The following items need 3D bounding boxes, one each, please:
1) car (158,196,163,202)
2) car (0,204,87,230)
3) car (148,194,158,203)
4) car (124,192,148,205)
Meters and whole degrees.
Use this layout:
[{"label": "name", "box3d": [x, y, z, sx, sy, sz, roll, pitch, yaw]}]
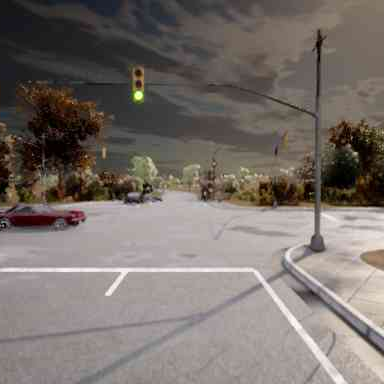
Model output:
[{"label": "car", "box3d": [-7.294, 1.480, 71.134, 2.033, 1.411, 5.357, 0, -2, 0]}, {"label": "car", "box3d": [-8.184, 1.291, 17.842, 4.718, 1.301, 1.895, 0, 1, 2]}, {"label": "car", "box3d": [-7.305, 1.031, 55.737, 1.837, 1.490, 4.892, 0, -2, 0]}, {"label": "car", "box3d": [-7.273, 0.775, 42.135, 1.882, 1.535, 5.008, 0, 0, 1]}]
